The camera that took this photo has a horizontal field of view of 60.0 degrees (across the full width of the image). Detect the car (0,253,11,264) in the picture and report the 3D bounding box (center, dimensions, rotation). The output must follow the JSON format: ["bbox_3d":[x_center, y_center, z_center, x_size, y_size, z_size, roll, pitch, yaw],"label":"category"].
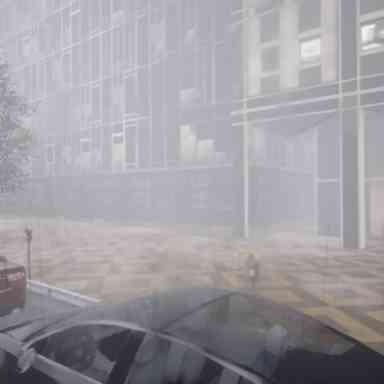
[{"bbox_3d":[-4.869,1.503,6.207,4.507,1.381,1.887,0,-1,36],"label":"car"}]

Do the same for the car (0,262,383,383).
[{"bbox_3d":[-0.267,1.556,2.925,4.313,1.339,1.947,0,-1,36],"label":"car"}]
